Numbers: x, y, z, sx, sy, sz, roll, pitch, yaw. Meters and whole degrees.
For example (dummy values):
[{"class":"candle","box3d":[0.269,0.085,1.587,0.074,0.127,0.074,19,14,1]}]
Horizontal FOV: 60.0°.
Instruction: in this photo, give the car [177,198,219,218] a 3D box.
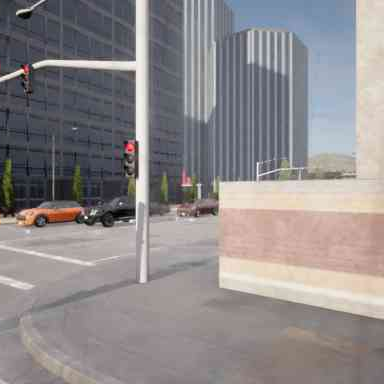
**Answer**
[{"class":"car","box3d":[0.561,1.407,31.507,2.097,1.767,4.553,0,0,36]}]

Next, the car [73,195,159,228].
[{"class":"car","box3d":[-5.170,1.277,23.539,2.150,2.045,5.566,0,0,36]}]

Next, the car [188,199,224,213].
[{"class":"car","box3d":[1.730,1.560,39.116,1.837,1.490,4.892,0,0,36]}]

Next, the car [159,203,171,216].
[{"class":"car","box3d":[-4.198,1.603,30.887,2.033,1.411,5.357,0,0,36]}]

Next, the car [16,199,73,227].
[{"class":"car","box3d":[-9.725,1.407,23.194,2.097,1.767,4.553,0,0,36]}]
